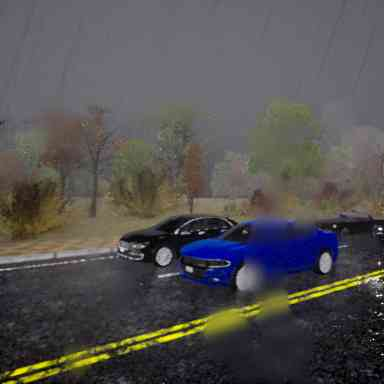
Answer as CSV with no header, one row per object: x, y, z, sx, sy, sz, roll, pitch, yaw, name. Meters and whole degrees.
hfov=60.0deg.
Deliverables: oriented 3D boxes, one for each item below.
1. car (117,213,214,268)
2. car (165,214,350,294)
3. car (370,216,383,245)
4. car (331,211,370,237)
-0.149,1.537,11.553,4.892,1.490,1.837,0,0,-35,car
1.972,1.511,9.075,5.008,1.535,1.882,0,0,-36,car
10.271,1.692,14.979,4.718,1.301,1.895,0,0,-35,car
7.986,1.689,17.343,4.718,1.301,1.895,0,0,-35,car
